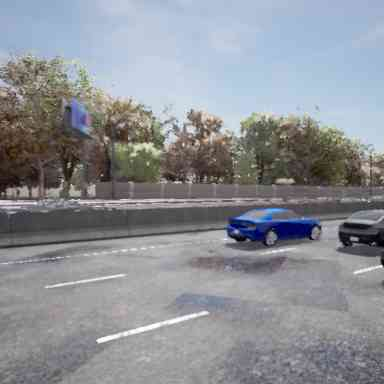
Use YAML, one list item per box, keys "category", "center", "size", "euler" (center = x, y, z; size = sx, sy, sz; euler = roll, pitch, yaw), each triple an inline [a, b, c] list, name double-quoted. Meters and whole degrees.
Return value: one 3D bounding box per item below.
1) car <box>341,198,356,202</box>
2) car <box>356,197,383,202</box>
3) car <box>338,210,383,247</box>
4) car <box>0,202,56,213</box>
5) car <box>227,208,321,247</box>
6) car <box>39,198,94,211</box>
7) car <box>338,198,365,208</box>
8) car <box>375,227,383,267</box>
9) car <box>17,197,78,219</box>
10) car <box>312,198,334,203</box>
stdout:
- category: "car"
  center: [22.142, 1.665, 45.540]
  size: [4.718, 1.301, 1.895]
  euler: [0, 0, -35]
- category: "car"
  center: [23.232, 1.413, 42.031]
  size: [4.553, 1.767, 2.097]
  euler: [0, 0, -35]
- category: "car"
  center: [8.002, 1.512, 13.756]
  size: [4.892, 1.490, 1.837]
  euler: [0, 0, -36]
- category: "car"
  center: [-10.396, 1.491, 18.073]
  size: [4.902, 1.511, 2.128]
  euler: [0, 0, -35]
- category: "car"
  center: [3.842, 1.482, 15.085]
  size: [5.008, 1.535, 1.882]
  euler: [0, 0, -36]
- category: "car"
  center: [-10.374, 1.493, 26.685]
  size: [4.902, 1.511, 2.128]
  euler: [0, 0, -35]
- category: "car"
  center: [24.817, 1.644, 51.725]
  size: [4.181, 1.385, 1.994]
  euler: [0, 0, -35]
- category: "car"
  center: [7.010, 1.605, 8.748]
  size: [4.718, 1.301, 1.895]
  euler: [0, 0, -36]
- category: "car"
  center: [-12.705, 1.353, 29.319]
  size: [4.553, 1.767, 2.097]
  euler: [0, 0, -35]
- category: "car"
  center: [20.962, 1.637, 53.276]
  size: [4.181, 1.385, 1.994]
  euler: [0, 0, -35]
